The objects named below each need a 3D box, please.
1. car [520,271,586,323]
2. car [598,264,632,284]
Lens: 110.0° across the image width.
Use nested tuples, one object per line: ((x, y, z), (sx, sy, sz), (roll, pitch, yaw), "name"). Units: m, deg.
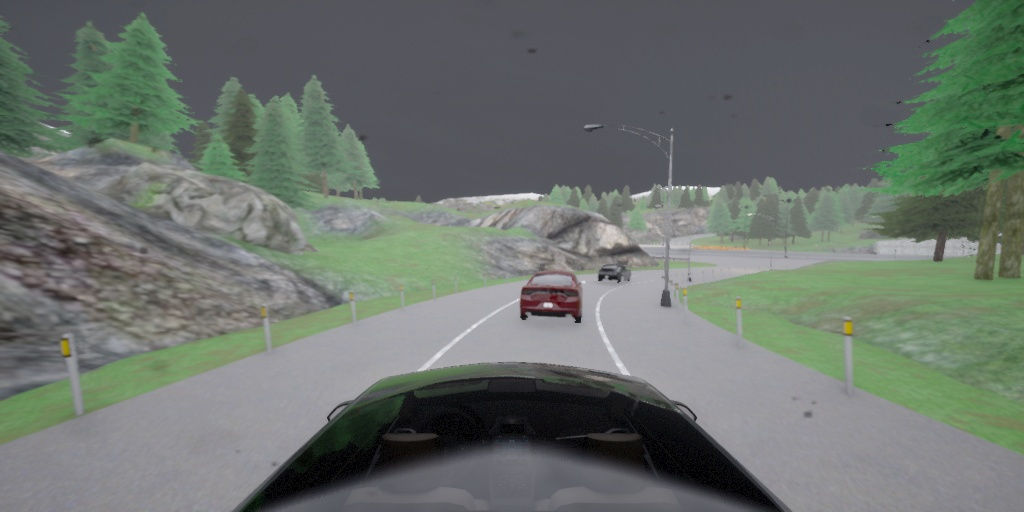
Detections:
((1.532, 1.253, 12.584), (1.882, 1.535, 5.008), (1, 0, 12), "car")
((8.713, 1.451, 30.139), (1.837, 1.490, 4.892), (3, 0, 32), "car")
